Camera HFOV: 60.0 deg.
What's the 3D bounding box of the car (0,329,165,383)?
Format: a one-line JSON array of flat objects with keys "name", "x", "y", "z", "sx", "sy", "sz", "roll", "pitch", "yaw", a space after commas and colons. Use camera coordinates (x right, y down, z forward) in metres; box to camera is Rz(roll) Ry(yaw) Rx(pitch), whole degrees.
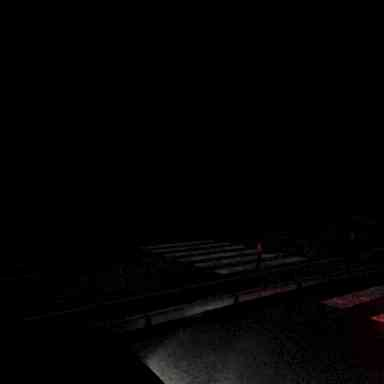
[{"name": "car", "x": -2.606, "y": 1.546, "z": 1.577, "sx": 5.357, "sy": 1.411, "sz": 2.033, "roll": 0, "pitch": 0, "yaw": -35}]
